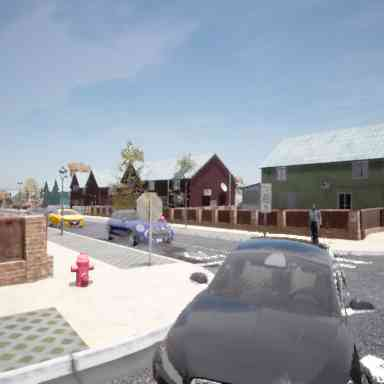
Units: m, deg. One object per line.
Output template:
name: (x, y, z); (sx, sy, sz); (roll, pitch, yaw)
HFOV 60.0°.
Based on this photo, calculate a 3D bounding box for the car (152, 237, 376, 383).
car: (1.240, 1.509, 4.711); (1.837, 1.490, 4.892); (3, 1, 22)

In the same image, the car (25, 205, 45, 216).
car: (-25.646, 2.995, 54.134); (2.097, 1.767, 4.553); (1, -2, -36)

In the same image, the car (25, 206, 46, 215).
car: (-17.887, 2.599, 38.334); (1.837, 1.490, 4.892); (1, -2, -35)

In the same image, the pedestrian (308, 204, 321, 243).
pedestrian: (5.701, 1.464, 15.491); (0.375, 1.860, 0.375); (0, 0, -36)

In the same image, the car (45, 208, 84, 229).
car: (-10.721, 2.230, 28.303); (1.882, 1.535, 5.008); (1, -2, -36)

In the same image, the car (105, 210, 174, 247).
car: (-2.826, 1.729, 17.313); (2.097, 1.767, 4.553); (1, -2, -36)

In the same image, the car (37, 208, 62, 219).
car: (-19.652, 2.902, 45.780); (2.033, 1.411, 5.357); (1, -2, -35)
